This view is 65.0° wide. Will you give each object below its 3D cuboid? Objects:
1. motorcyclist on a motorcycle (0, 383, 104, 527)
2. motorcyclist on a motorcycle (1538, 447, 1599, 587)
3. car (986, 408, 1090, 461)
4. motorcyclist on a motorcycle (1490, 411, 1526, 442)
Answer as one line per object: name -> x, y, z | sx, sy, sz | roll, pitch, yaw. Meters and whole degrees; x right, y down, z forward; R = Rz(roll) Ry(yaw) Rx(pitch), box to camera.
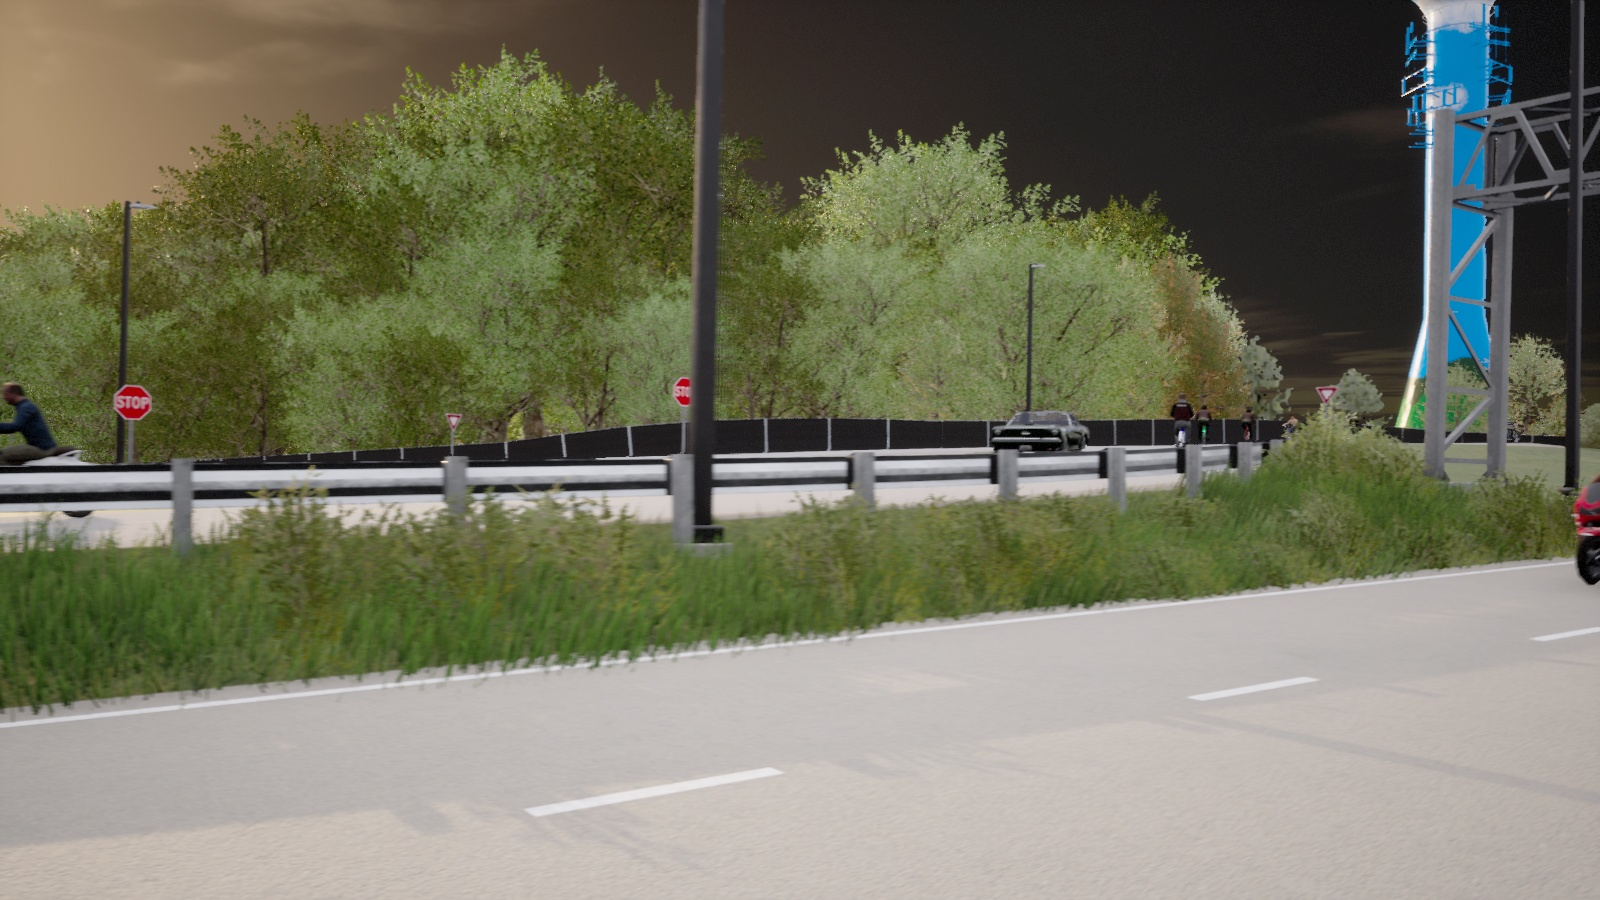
motorcyclist on a motorcycle -> -8.979, 0.063, 14.267 | 1.817, 1.590, 0.866 | -2, 0, -30
motorcyclist on a motorcycle -> 9.423, 0.731, 14.480 | 2.044, 1.523, 0.797 | 0, 0, -35
car -> 6.446, -0.431, 33.568 | 1.895, 1.301, 4.718 | 0, 1, 21
motorcyclist on a motorcycle -> 40.402, -1.342, 71.647 | 2.350, 1.649, 0.766 | 2, -1, -32
